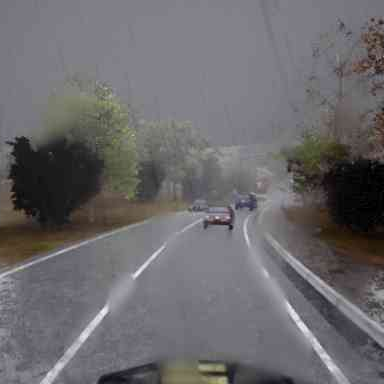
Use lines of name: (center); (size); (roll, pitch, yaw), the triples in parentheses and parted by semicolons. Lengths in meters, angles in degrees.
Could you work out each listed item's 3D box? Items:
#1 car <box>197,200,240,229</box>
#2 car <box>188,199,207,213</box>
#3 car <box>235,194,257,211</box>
car: (1.861, 1.530, 21.753); (2.033, 1.411, 5.357); (1, 0, 9)
car: (0.948, 1.476, 35.014); (1.994, 1.385, 4.181); (1, 0, 15)
car: (6.929, 1.239, 42.274); (2.150, 2.045, 5.566); (2, 0, 18)
